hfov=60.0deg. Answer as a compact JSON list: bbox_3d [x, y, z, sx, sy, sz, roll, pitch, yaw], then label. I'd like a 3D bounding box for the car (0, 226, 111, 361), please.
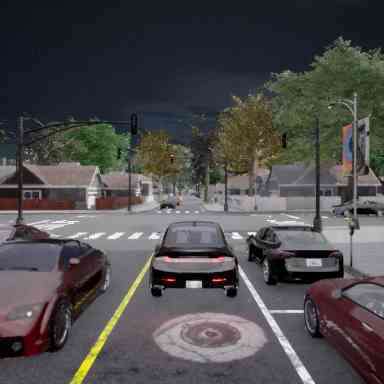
[{"bbox_3d":[-2.845,1.564,6.023,1.994,1.385,4.181,0,0,0],"label":"car"}]

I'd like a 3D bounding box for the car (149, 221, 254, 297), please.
[{"bbox_3d":[0.062,1.492,8.563,2.128,1.511,4.902,0,0,1],"label":"car"}]

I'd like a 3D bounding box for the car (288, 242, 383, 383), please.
[{"bbox_3d":[2.641,1.582,3.767,1.802,1.307,4.206,0,0,0],"label":"car"}]

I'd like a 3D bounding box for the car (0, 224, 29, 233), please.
[{"bbox_3d":[-5.378,1.583,9.294,1.802,1.307,4.206,0,0,0],"label":"car"}]

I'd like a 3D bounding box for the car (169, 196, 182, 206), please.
[{"bbox_3d":[-3.067,1.386,54.275,2.097,1.767,4.553,0,0,0],"label":"car"}]

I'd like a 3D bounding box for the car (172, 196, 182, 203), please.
[{"bbox_3d":[-3.002,1.531,68.901,1.882,1.535,5.008,0,0,0],"label":"car"}]

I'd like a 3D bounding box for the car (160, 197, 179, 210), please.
[{"bbox_3d":[-3.079,1.623,43.782,1.895,1.301,4.718,0,0,1],"label":"car"}]

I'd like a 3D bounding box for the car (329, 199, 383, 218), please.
[{"bbox_3d":[14.564,1.398,28.999,4.902,1.511,2.128,0,0,-2],"label":"car"}]

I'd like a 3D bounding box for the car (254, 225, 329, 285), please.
[{"bbox_3d":[2.648,1.566,9.285,1.947,1.339,4.313,0,0,0],"label":"car"}]
